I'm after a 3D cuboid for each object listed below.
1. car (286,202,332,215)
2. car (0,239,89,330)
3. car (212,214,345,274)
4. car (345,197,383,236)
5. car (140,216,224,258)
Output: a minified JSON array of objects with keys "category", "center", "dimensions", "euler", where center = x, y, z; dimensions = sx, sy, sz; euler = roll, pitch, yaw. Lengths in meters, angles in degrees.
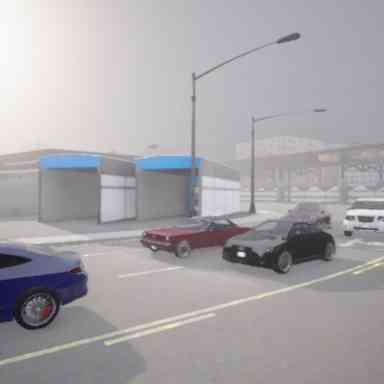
[{"category":"car","center":[7.218,1.468,20.632],"dimensions":[2.097,1.767,4.553],"euler":[0,0,34]},{"category":"car","center":[-4.080,1.538,5.408],"dimensions":[4.674,1.442,1.812],"euler":[1,0,-37]},{"category":"car","center":[2.946,1.623,10.889],"dimensions":[4.181,1.385,1.994],"euler":[0,0,-40]},{"category":"car","center":[10.145,1.337,18.661],"dimensions":[2.150,2.045,5.566],"euler":[0,0,35]},{"category":"car","center":[0.346,1.662,13.176],"dimensions":[4.718,1.301,1.895],"euler":[0,0,-40]}]
